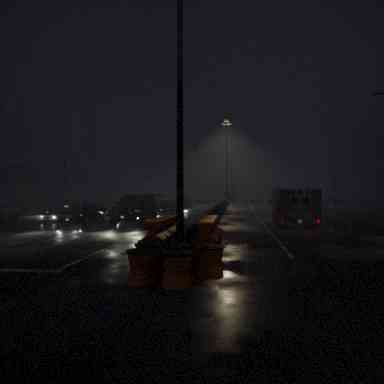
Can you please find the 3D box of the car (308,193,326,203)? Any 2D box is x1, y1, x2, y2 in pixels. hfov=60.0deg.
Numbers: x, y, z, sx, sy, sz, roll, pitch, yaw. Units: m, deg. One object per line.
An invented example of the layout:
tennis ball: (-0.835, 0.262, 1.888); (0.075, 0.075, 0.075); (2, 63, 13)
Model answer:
car: (22.344, 1.002, 59.700); (1.882, 1.535, 5.008); (0, 1, 8)

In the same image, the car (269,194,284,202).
car: (15.410, 1.071, 60.654); (2.033, 1.411, 5.357); (0, 1, 8)

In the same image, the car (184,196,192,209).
car: (-1.226, 1.295, 43.070); (1.882, 1.535, 5.008); (0, 1, 8)

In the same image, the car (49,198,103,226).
car: (-7.474, 1.451, 23.213); (2.128, 1.511, 4.902); (0, 0, 8)

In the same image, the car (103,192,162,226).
car: (-3.937, 1.179, 23.267); (2.150, 2.045, 5.566); (0, 0, 8)

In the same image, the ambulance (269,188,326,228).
ambulance: (6.581, 0.989, 21.852); (2.351, 2.431, 6.366); (0, 0, 8)

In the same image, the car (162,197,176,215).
car: (-2.589, 1.476, 33.132); (1.994, 1.385, 4.181); (0, 0, 8)

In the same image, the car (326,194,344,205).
car: (20.979, 1.044, 49.756); (2.097, 1.767, 4.553); (0, 1, 8)

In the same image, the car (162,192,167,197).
car: (-4.654, 1.032, 43.831); (2.150, 2.045, 5.566); (0, 1, 8)

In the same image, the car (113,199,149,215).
car: (-6.061, 1.458, 33.657); (2.033, 1.411, 5.357); (0, 0, 8)

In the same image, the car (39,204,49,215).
car: (-13.133, 1.464, 33.614); (2.033, 1.411, 5.357); (0, 0, 8)

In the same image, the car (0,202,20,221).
car: (-14.427, 1.484, 24.033); (1.812, 1.442, 4.674); (0, 0, 8)

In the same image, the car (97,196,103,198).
car: (-11.699, 1.313, 43.989); (2.128, 1.511, 4.902); (0, 1, 8)
